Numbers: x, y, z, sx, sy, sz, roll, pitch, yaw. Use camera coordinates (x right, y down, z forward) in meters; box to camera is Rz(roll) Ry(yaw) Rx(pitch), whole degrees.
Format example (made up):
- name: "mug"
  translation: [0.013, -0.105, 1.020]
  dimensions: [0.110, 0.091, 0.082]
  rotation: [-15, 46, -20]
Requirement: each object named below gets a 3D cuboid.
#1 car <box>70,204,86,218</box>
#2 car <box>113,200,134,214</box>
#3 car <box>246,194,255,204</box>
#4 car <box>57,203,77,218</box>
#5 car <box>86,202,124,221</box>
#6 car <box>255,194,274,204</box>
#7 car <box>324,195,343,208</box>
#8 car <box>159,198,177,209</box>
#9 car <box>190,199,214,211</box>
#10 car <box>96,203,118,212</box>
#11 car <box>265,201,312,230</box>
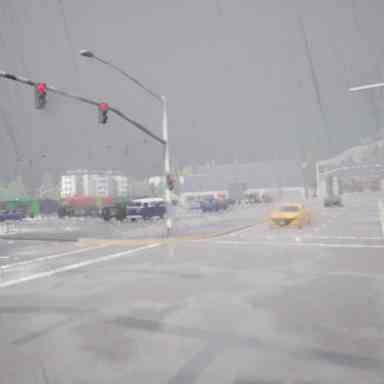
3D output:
- name: "car"
  translation: [-13.598, 2.554, 44.026]
  dimensions: [1.784, 1.438, 3.905]
  rotation: [-3, -1, 29]
- name: "car"
  translation: [-13.498, 2.546, 61.148]
  dimensions: [1.932, 1.855, 4.605]
  rotation: [-3, -1, 29]
- name: "car"
  translation: [12.143, 1.437, 66.963]
  dimensions: [1.905, 1.878, 3.866]
  rotation: [-3, -1, 29]
- name: "car"
  translation: [-15.974, 2.468, 45.288]
  dimensions: [1.932, 1.855, 4.605]
  rotation: [-3, -1, 29]
- name: "car"
  translation: [-11.071, 2.452, 42.617]
  dimensions: [1.970, 1.475, 3.806]
  rotation: [-3, -1, 29]
- name: "car"
  translation: [14.642, 1.301, 65.509]
  dimensions: [1.932, 1.855, 4.605]
  rotation: [-3, -1, 29]
- name: "car"
  translation: [18.220, 1.174, 42.908]
  dimensions: [1.882, 1.535, 5.008]
  rotation: [-3, -1, 29]
- name: "car"
  translation: [-5.001, 2.342, 76.468]
  dimensions: [1.905, 1.878, 3.866]
  rotation: [-3, -1, 29]
- name: "car"
  translation: [1.303, 2.008, 53.011]
  dimensions: [1.970, 1.475, 3.806]
  rotation: [-3, -1, 29]
- name: "car"
  translation: [-15.986, 2.889, 62.609]
  dimensions: [1.784, 1.438, 3.905]
  rotation: [-3, -1, 29]
- name: "car"
  translation: [6.437, 1.486, 21.544]
  dimensions: [1.882, 1.535, 5.008]
  rotation: [-3, -1, 29]
